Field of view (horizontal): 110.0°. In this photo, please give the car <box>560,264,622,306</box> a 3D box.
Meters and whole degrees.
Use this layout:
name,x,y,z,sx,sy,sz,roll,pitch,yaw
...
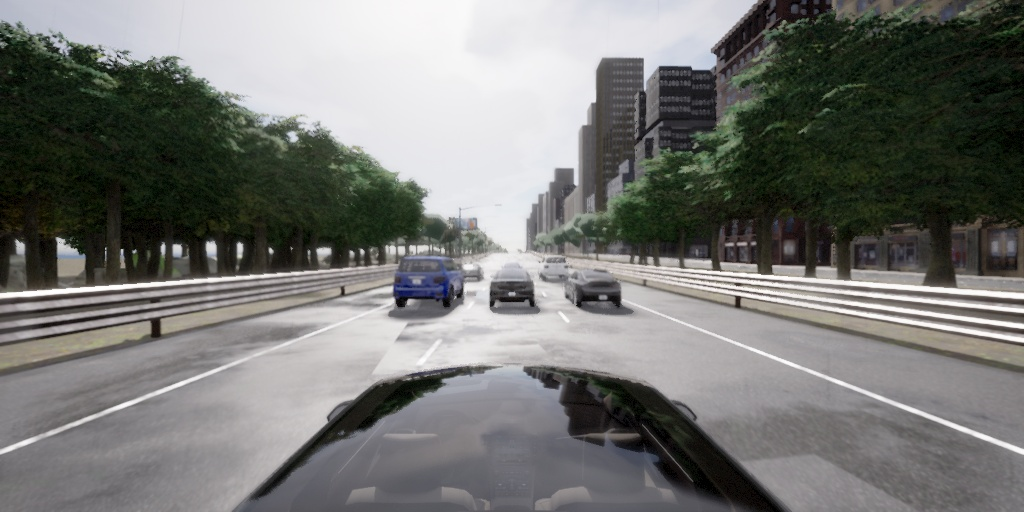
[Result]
name,x,y,z,sx,sy,sz,roll,pitch,yaw
car,3.511,1.331,16.152,1.837,1.490,4.892,0,0,0

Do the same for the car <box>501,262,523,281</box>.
name,x,y,z,sx,sy,sz,roll,pitch,yaw
car,0.020,1.304,31.228,1.812,1.442,4.674,0,1,0

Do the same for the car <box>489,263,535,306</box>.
name,x,y,z,sx,sy,sz,roll,pitch,yaw
car,0.012,1.301,16.321,1.882,1.535,5.008,0,0,0

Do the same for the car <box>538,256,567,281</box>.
name,x,y,z,sx,sy,sz,roll,pitch,yaw
car,3.515,0.997,30.834,2.150,2.045,5.566,0,1,0

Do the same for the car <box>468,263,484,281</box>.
name,x,y,z,sx,sy,sz,roll,pitch,yaw
car,-3.485,1.328,30.828,2.033,1.411,5.357,0,0,0

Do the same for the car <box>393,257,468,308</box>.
name,x,y,z,sx,sy,sz,roll,pitch,yaw
car,-3.493,1.039,15.893,2.150,2.045,5.566,0,0,0
